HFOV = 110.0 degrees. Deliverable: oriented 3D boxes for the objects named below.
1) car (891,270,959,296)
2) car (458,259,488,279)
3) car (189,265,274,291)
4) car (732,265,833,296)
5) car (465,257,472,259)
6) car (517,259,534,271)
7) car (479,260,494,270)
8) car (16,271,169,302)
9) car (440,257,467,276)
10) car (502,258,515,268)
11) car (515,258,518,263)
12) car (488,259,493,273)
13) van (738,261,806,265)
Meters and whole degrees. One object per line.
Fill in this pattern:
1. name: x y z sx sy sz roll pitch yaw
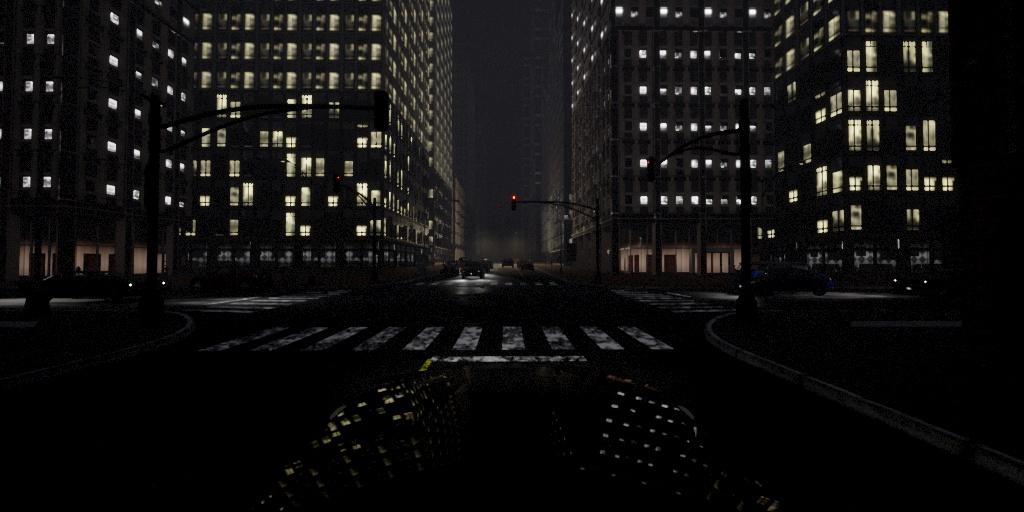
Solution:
1. car: 23.562 1.435 19.334 4.718 1.301 1.895 0 -1 -1
2. car: -3.529 1.266 33.225 1.837 1.490 4.892 0 0 -1
3. car: -16.762 1.255 21.453 4.097 1.591 1.967 0 0 -1
4. car: 14.518 1.342 19.228 4.674 1.442 1.812 0 -1 -2
5. car: -6.325 1.082 48.186 2.192 1.841 5.009 0 0 -1
6. car: 2.054 1.350 48.362 1.802 1.307 4.207 0 0 -1
7. car: -3.818 1.318 54.942 2.033 1.411 5.357 0 0 -1
8. car: -18.069 1.301 15.661 4.718 1.301 1.895 0 -1 -1
9. car: -6.172 1.203 37.036 1.967 1.591 4.097 0 0 -1
10. car: -0.747 1.126 63.985 2.097 1.767 4.553 0 0 -1
11. car: 1.900 1.298 59.687 1.751 1.417 4.829 0 0 -1
12. car: -3.667 1.367 43.442 1.895 1.301 4.718 0 0 -1
13. van: 15.710 1.210 21.824 3.998 1.789 1.690 0 0 -1
